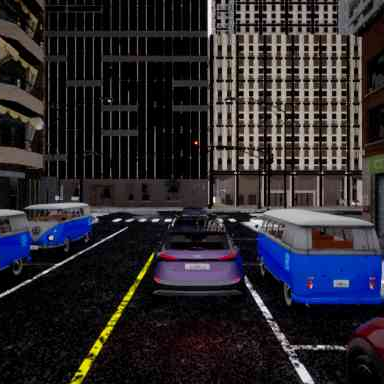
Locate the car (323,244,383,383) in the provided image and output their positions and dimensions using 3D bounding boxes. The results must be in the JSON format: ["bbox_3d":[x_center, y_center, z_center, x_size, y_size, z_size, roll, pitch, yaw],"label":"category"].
[{"bbox_3d":[2.570,1.440,1.895,1.967,1.590,4.097,0,0,0],"label":"car"}]

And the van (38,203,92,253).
[{"bbox_3d":[-5.303,1.345,13.274,1.690,1.788,3.998,0,0,0],"label":"van"}]

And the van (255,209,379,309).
[{"bbox_3d":[2.574,1.343,7.586,1.690,1.788,3.998,0,0,0],"label":"van"}]

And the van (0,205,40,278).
[{"bbox_3d":[-5.306,1.343,7.585,1.690,1.788,3.998,0,0,0],"label":"van"}]

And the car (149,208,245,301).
[{"bbox_3d":[0.105,1.432,8.343,2.033,1.649,4.856,0,0,0],"label":"car"}]
